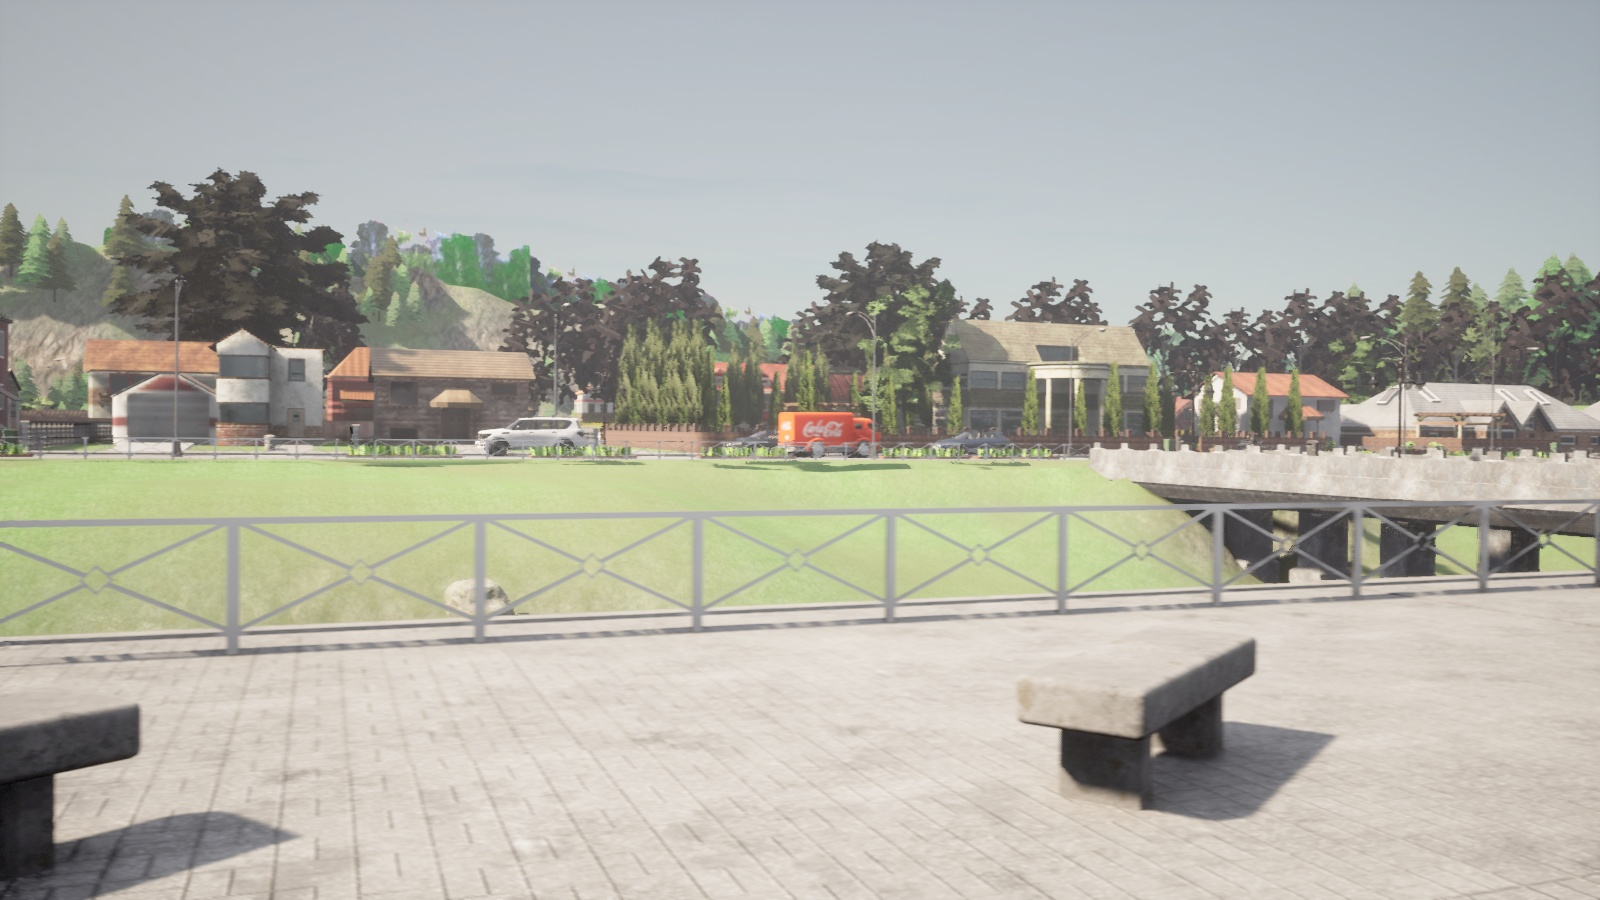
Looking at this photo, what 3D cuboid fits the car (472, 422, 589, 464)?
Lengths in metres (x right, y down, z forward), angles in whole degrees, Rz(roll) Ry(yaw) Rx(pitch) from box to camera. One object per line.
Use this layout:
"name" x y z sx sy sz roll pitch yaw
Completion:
"car" -13.840 -0.383 64.503 5.566 2.045 2.150 -1 1 -21

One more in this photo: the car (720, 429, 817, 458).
"car" -1.725 -0.351 69.103 4.902 1.511 2.128 -1 1 -21

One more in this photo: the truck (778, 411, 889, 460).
"truck" 1.733 -0.784 66.131 5.204 2.467 2.627 -1 1 -21

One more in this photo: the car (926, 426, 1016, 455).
"car" 10.011 -0.577 73.555 4.856 1.649 2.033 -1 1 -21
